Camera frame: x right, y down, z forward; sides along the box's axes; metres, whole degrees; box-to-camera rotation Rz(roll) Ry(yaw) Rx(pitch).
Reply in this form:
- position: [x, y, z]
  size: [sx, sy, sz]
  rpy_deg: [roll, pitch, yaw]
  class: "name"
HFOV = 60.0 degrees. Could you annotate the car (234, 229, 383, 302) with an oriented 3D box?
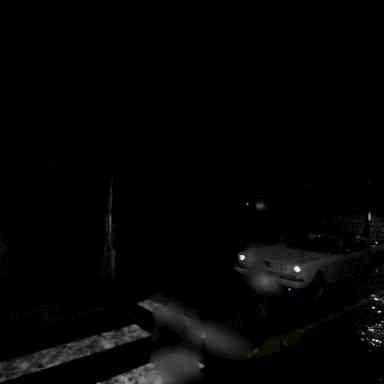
- position: [3.258, 1.688, 8.707]
  size: [4.718, 1.301, 1.895]
  rpy_deg: [2, 0, -41]
  class: "car"
